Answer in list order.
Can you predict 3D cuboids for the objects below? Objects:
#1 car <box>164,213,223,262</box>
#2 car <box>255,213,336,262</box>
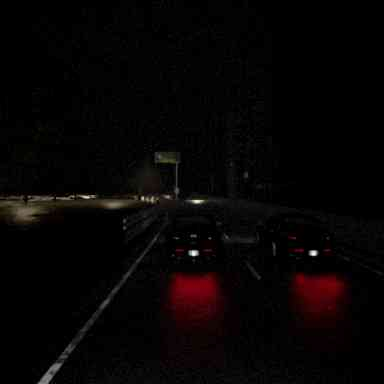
[{"bbox_3d":[0.052,1.514,12.136,1.837,1.490,4.892,0,0,0],"label":"car"},{"bbox_3d":[3.564,1.514,12.140,1.837,1.490,4.892,0,0,0],"label":"car"}]
